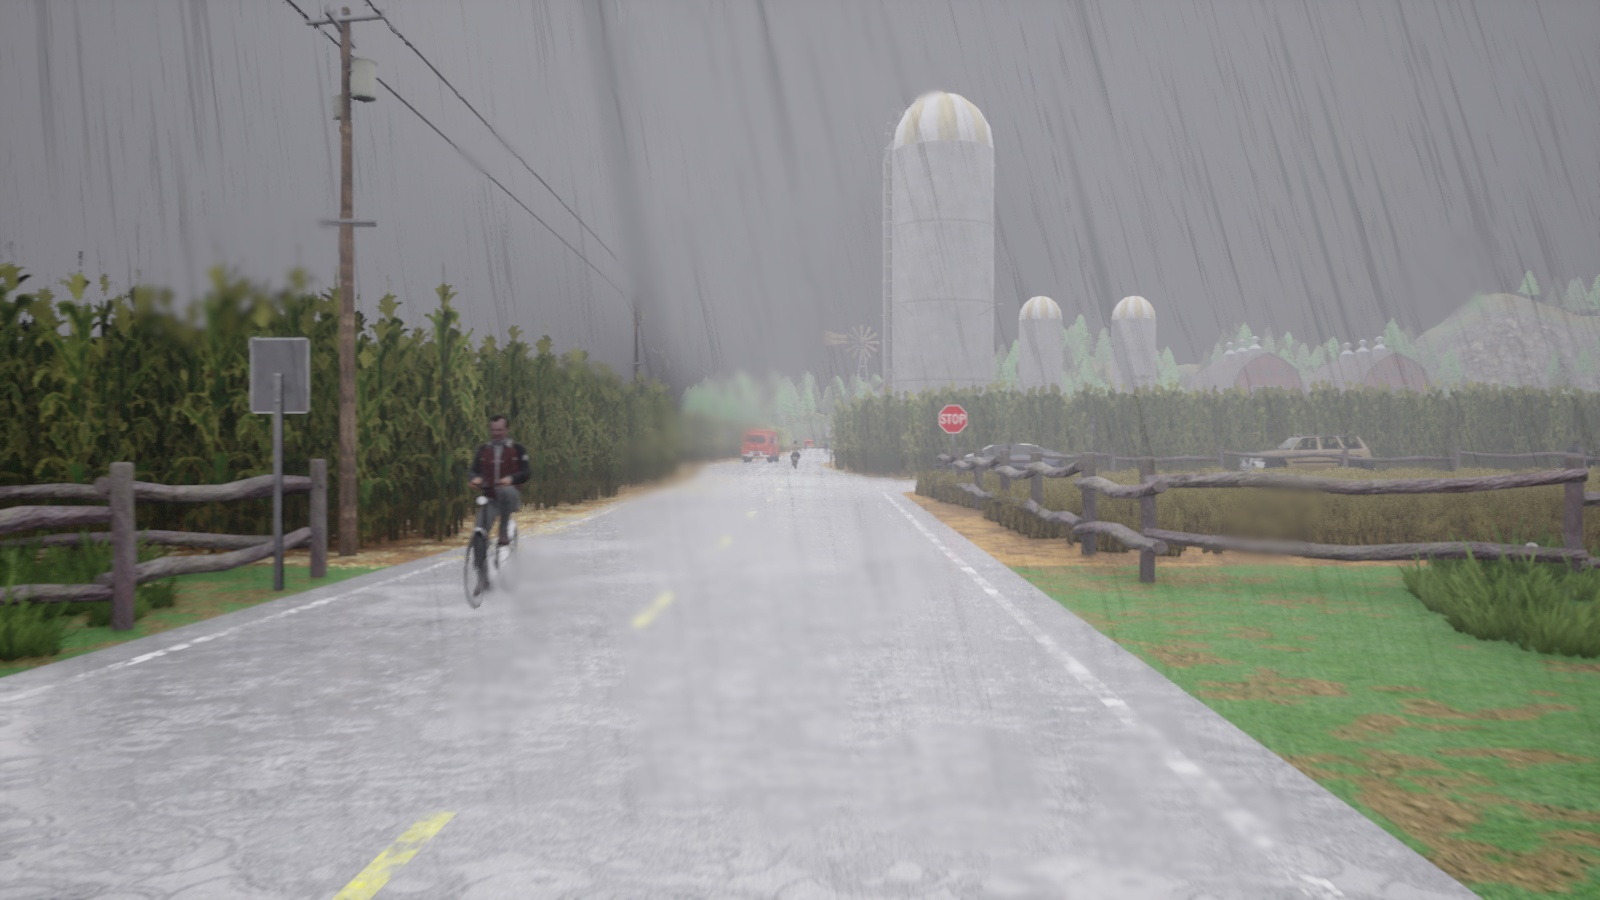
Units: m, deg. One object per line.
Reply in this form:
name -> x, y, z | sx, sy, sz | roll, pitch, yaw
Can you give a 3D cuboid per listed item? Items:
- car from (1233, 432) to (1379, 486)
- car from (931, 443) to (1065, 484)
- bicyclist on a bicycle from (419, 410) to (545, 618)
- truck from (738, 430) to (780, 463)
car -> 18.643, 0.314, 46.432 | 4.605, 1.855, 1.932 | -1, 0, 1
car -> 7.303, 0.489, 46.808 | 4.792, 1.488, 2.163 | 0, 0, 5
bicyclist on a bicycle -> -2.908, 0.548, 11.663 | 0.659, 1.776, 1.843 | 0, 0, 1
truck -> -3.154, -0.292, 97.347 | 2.627, 2.467, 5.204 | 0, 0, 5
